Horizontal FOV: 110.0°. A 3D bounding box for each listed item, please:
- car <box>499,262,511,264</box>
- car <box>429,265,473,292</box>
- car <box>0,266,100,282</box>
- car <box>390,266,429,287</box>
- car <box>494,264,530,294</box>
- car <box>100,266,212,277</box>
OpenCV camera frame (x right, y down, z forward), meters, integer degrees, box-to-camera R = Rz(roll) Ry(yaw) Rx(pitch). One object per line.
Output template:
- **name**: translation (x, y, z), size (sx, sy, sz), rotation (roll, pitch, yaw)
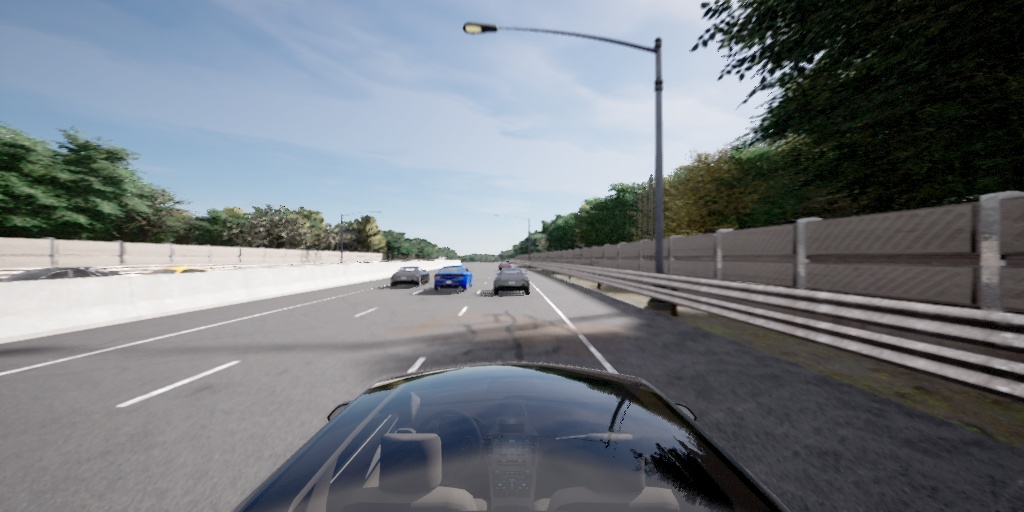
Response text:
- **car**: translation (-1.170, 1.623, 57.615), size (1.994, 1.385, 4.181), rotation (0, 0, -3)
- **car**: translation (-3.545, 1.308, 22.293), size (1.882, 1.535, 5.008), rotation (0, 0, -1)
- **car**: translation (-21.183, 1.336, 16.407), size (1.837, 1.490, 4.892), rotation (0, 0, -1)
- **car**: translation (-7.112, 1.415, 25.438), size (1.994, 1.385, 4.181), rotation (0, 0, -1)
- **car**: translation (-0.042, 1.383, 20.953), size (1.994, 1.385, 4.181), rotation (0, 0, -1)
- **car**: translation (-17.713, 1.313, 18.827), size (1.882, 1.535, 5.008), rotation (0, 0, -1)
